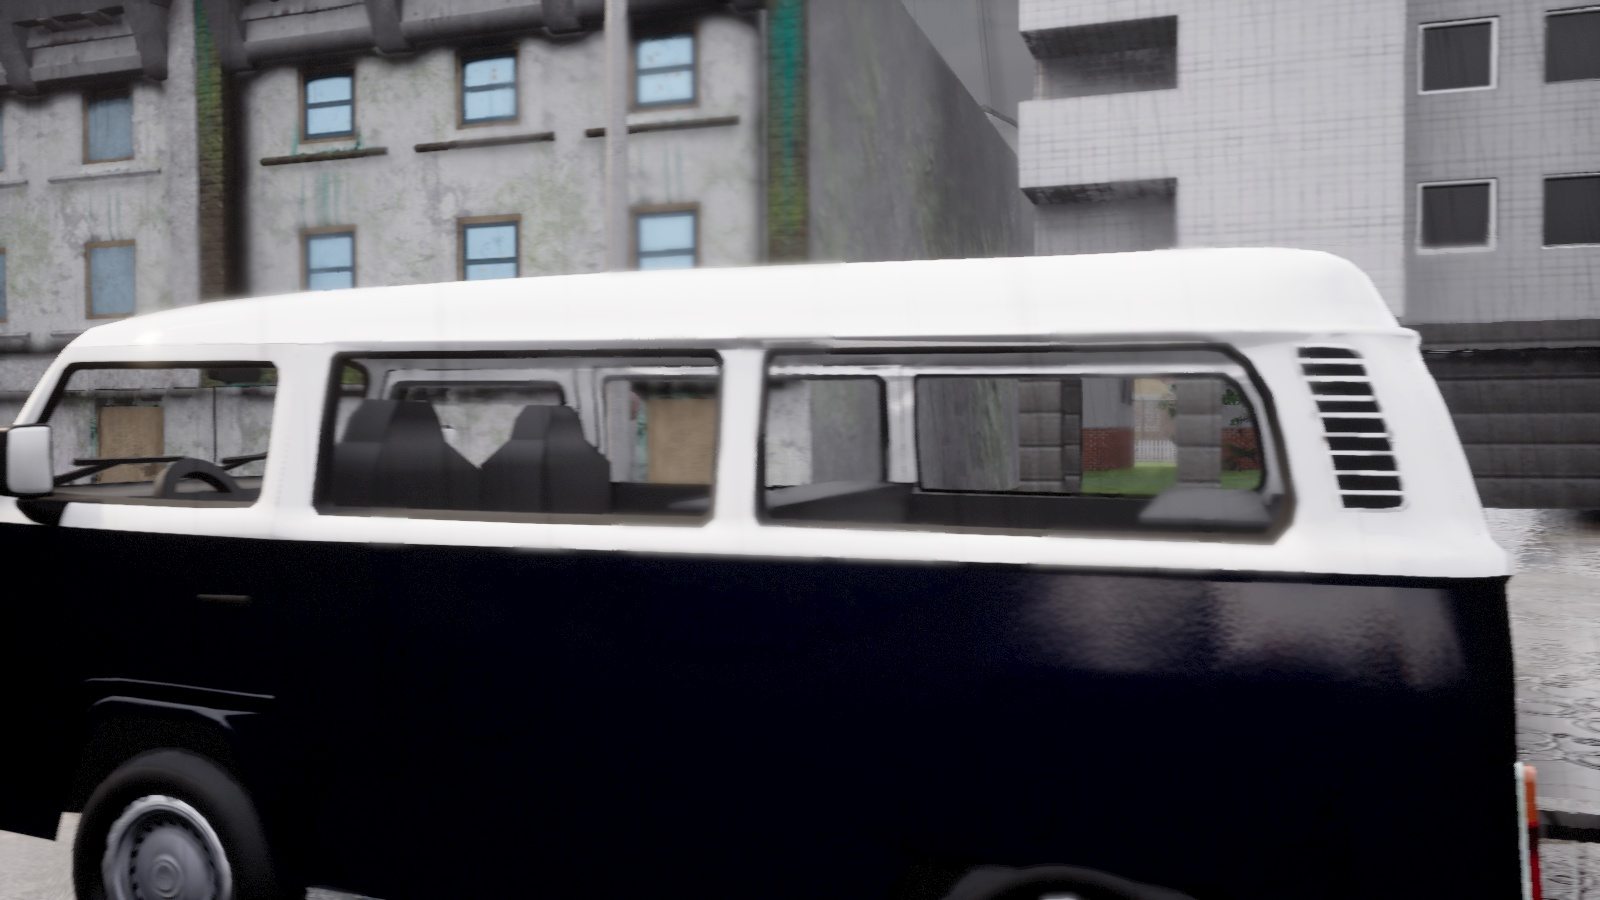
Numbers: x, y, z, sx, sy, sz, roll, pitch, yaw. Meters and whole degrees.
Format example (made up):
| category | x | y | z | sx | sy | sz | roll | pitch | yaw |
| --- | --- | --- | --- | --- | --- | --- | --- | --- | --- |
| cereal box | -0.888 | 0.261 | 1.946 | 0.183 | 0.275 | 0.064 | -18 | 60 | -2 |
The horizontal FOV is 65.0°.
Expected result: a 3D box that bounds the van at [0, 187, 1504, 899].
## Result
| category | x | y | z | sx | sy | sz | roll | pitch | yaw |
| --- | --- | --- | --- | --- | --- | --- | --- | --- | --- |
| van | -0.580 | 0.491 | 3.911 | 4.480 | 2.038 | 2.069 | 1 | 1 | 19 |
